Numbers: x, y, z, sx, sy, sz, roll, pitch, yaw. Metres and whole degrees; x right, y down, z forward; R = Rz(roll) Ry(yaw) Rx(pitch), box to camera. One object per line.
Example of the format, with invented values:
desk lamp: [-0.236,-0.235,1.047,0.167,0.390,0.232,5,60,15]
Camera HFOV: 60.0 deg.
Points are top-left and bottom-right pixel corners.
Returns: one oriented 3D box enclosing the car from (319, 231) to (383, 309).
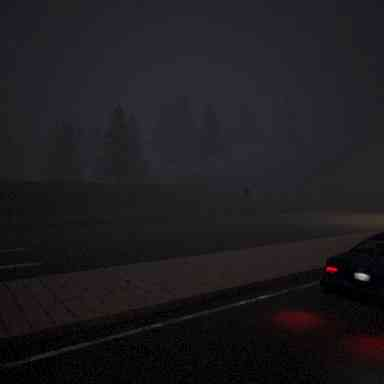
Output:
car: [5.046,1.547,7.341,5.357,1.411,2.033,0,0,-35]
